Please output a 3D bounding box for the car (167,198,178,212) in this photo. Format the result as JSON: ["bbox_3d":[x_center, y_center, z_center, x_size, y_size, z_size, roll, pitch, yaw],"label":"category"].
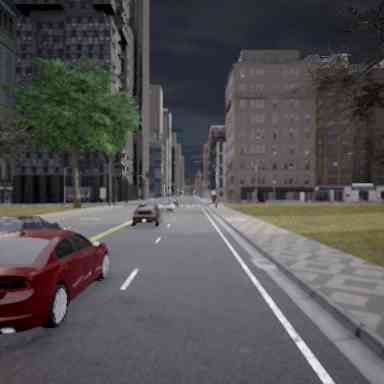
[{"bbox_3d":[-3.169,1.812,42.046,1.895,1.301,4.718,0,0,0],"label":"car"}]

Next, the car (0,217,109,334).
[{"bbox_3d":[-3.153,1.509,7.026,1.882,1.535,5.008,0,0,0],"label":"car"}]

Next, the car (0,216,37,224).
[{"bbox_3d":[-6.594,1.603,12.270,2.033,1.411,5.357,0,0,0],"label":"car"}]

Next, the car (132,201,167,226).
[{"bbox_3d":[-3.158,1.620,24.319,1.837,1.490,4.892,0,0,0],"label":"car"}]
